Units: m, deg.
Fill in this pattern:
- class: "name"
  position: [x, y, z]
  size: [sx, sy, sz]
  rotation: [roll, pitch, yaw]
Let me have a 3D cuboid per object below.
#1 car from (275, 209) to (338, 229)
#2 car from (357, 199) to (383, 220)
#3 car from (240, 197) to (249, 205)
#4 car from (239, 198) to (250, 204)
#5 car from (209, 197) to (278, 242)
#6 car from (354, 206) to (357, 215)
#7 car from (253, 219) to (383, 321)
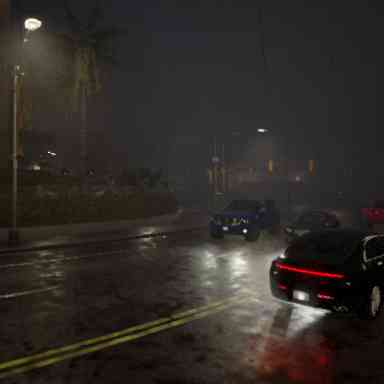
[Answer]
- class: "car"
  position: [5.957, 1.677, 16.045]
  size: [2.128, 1.511, 4.902]
  rotation: [0, -1, 33]
- class: "car"
  position: [13.252, 1.505, 23.290]
  size: [2.150, 2.045, 5.566]
  rotation: [0, -1, 21]
- class: "car"
  position: [13.106, 2.224, 82.648]
  size: [2.185, 1.767, 4.553]
  rotation: [0, -1, 9]
- class: "car"
  position: [14.803, 2.463, 93.287]
  size: [2.231, 1.521, 4.892]
  rotation: [0, -1, 19]
- class: "car"
  position: [3.046, 1.397, 17.973]
  size: [2.150, 2.045, 5.566]
  rotation: [0, -1, 32]
- class: "car"
  position: [19.815, 1.977, 37.618]
  size: [1.812, 1.442, 4.674]
  rotation: [0, -1, 10]
- class: "car"
  position: [3.618, 1.596, 7.617]
  size: [1.837, 1.490, 4.892]
  rotation: [0, 0, 44]
